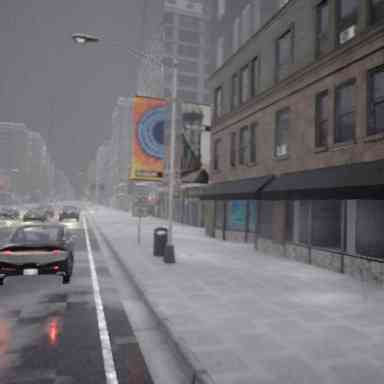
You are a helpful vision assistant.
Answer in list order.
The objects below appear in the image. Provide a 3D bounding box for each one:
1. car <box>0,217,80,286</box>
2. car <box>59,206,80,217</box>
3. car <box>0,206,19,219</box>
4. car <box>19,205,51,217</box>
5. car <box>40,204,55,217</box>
[{"bbox_3d":[-4.605,1.749,10.222,2.128,1.511,4.902,2,-2,-18],"label":"car"},{"bbox_3d":[-13.924,2.356,37.947,2.097,1.767,4.553,2,-2,-18],"label":"car"},{"bbox_3d":[-20.661,2.323,37.349,2.033,1.411,5.357,2,-2,-18],"label":"car"},{"bbox_3d":[-16.261,2.374,34.631,1.994,1.385,4.181,2,-2,-18],"label":"car"},{"bbox_3d":[-19.519,2.417,44.225,2.097,1.767,4.553,2,-2,-18],"label":"car"}]
